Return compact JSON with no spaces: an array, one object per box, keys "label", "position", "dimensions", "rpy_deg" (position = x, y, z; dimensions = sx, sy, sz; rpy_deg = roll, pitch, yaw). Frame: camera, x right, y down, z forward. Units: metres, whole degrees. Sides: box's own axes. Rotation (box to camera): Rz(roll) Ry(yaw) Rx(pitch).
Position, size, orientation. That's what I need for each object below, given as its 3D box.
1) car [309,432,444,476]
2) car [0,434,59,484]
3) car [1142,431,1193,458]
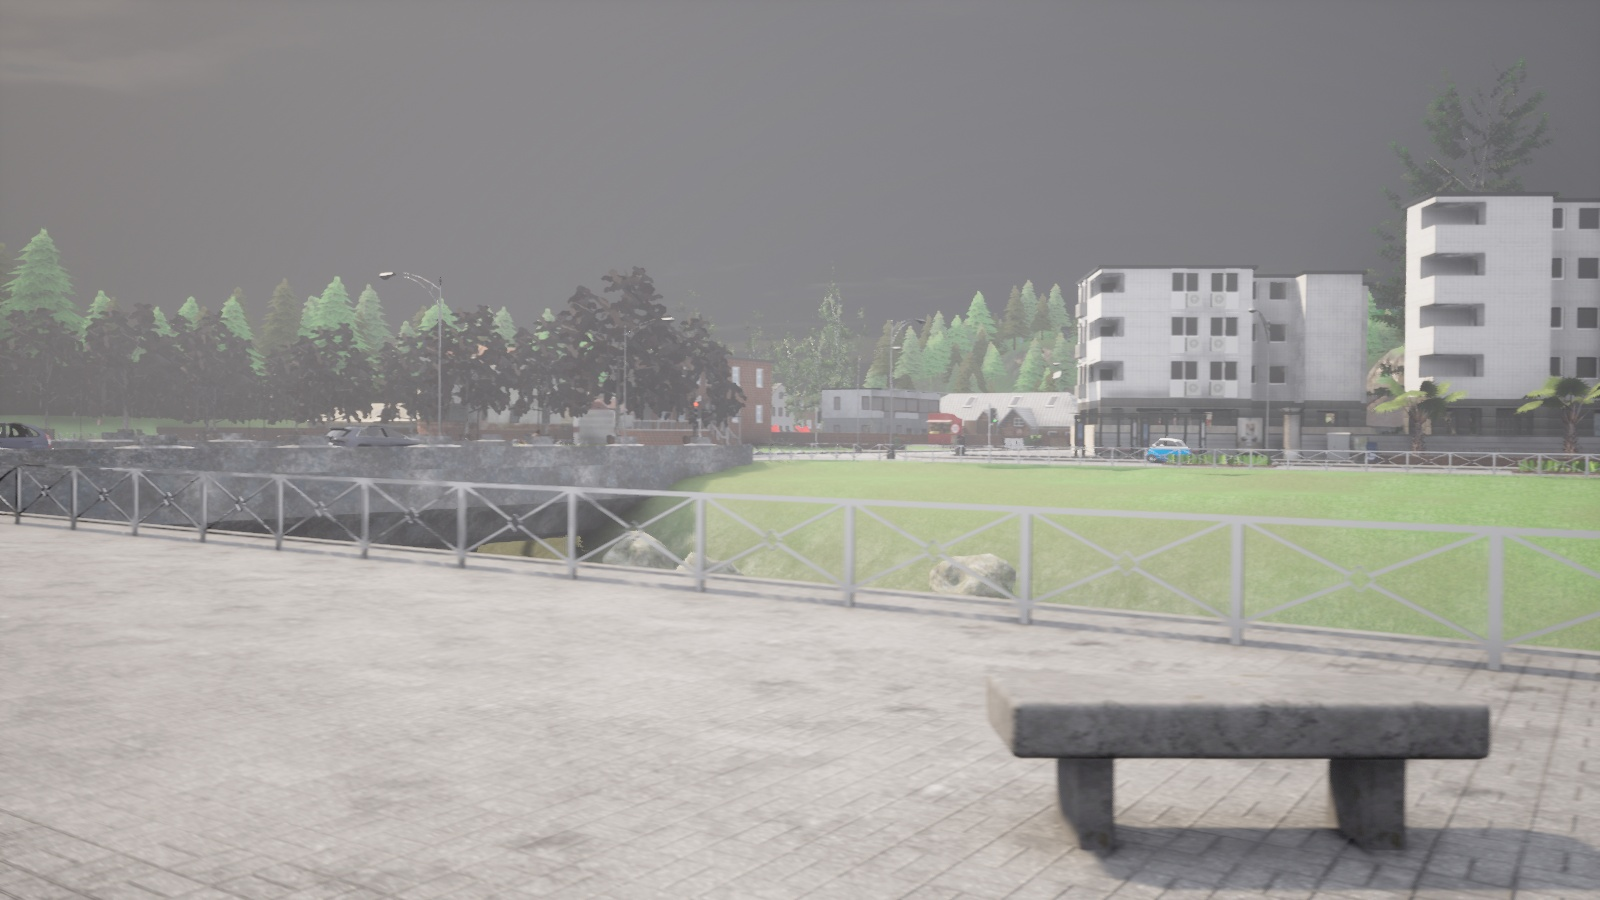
[{"label":"car","position":[-16.853,0.129,50.212],"dimensions":[2.033,1.649,4.856],"rpy_deg":[0,1,34]},{"label":"car","position":[-27.241,0.305,41.796],"dimensions":[1.851,1.617,3.988],"rpy_deg":[0,1,34]},{"label":"car","position":[19.193,-0.283,65.561],"dimensions":[2.207,1.376,1.481],"rpy_deg":[0,1,34]}]
